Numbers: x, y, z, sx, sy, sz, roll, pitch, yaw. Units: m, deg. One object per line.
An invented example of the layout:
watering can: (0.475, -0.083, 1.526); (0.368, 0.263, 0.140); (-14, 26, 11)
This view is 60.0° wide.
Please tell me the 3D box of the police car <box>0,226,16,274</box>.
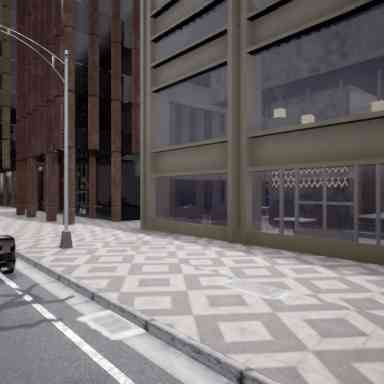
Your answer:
police car: (-6.705, 1.425, 9.787); (1.930, 1.638, 5.238); (0, 0, -41)
